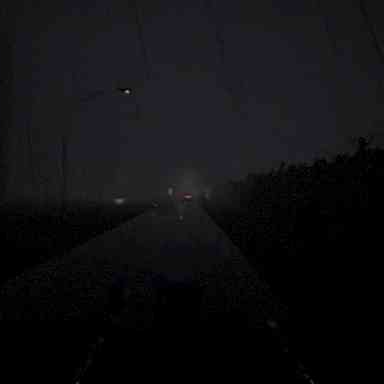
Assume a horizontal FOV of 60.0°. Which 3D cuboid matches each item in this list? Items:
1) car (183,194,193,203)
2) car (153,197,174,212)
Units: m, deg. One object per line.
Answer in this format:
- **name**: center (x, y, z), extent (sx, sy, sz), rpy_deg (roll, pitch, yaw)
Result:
- **car**: center (-0.852, 1.490, 66.222), extent (1.895, 1.301, 4.718), rpy_deg (0, 0, -1)
- **car**: center (-3.164, 1.330, 37.224), extent (2.097, 1.767, 4.553), rpy_deg (0, 0, -1)
